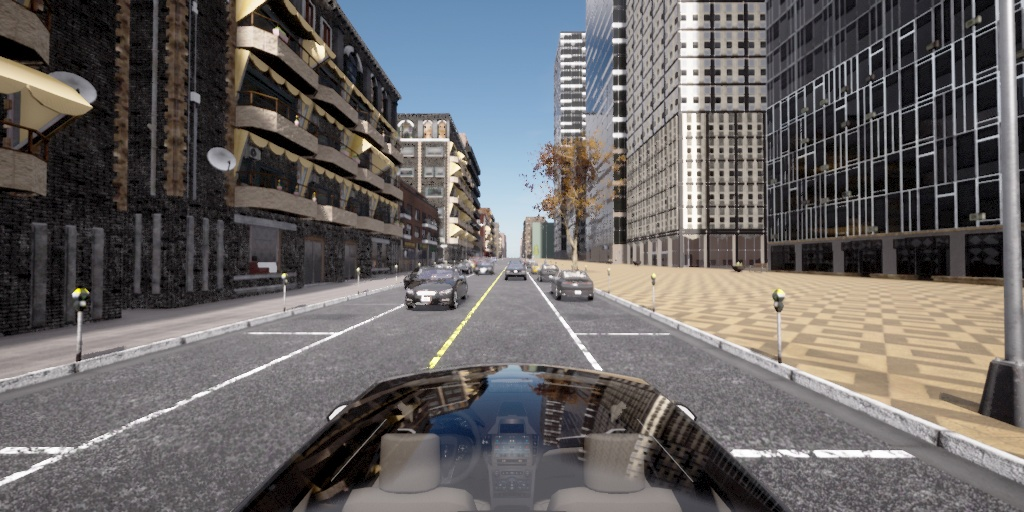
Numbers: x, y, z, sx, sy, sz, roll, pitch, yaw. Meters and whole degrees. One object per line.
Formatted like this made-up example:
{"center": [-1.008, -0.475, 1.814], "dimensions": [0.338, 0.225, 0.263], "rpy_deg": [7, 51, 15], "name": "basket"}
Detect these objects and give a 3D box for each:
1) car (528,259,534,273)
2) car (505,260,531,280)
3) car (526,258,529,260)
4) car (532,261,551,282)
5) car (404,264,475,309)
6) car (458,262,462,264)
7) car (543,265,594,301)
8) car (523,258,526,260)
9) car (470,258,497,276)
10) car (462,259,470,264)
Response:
{"center": [2.983, 1.290, 39.774], "dimensions": [1.751, 1.417, 4.829], "rpy_deg": [0, 0, 0], "name": "car"}
{"center": [0.327, 1.308, 31.432], "dimensions": [2.033, 1.411, 5.357], "rpy_deg": [0, 0, 1], "name": "car"}
{"center": [3.115, 1.326, 56.312], "dimensions": [2.007, 1.370, 4.403], "rpy_deg": [0, 0, 0], "name": "car"}
{"center": [2.893, 1.310, 28.464], "dimensions": [2.007, 1.370, 4.403], "rpy_deg": [0, 0, 0], "name": "car"}
{"center": [-3.002, 1.246, 15.014], "dimensions": [2.128, 1.511, 4.902], "rpy_deg": [0, 0, 0], "name": "car"}
{"center": [-5.488, 1.310, 28.532], "dimensions": [2.007, 1.370, 4.403], "rpy_deg": [0, 0, 0], "name": "car"}
{"center": [2.804, 1.305, 17.325], "dimensions": [2.007, 1.370, 4.403], "rpy_deg": [0, 0, 0], "name": "car"}
{"center": [0.439, 1.246, 45.727], "dimensions": [1.882, 1.535, 5.008], "rpy_deg": [0, 0, 0], "name": "car"}
{"center": [-2.825, 1.256, 37.774], "dimensions": [2.128, 1.511, 4.902], "rpy_deg": [0, 0, 0], "name": "car"}
{"center": [-5.399, 1.331, 39.671], "dimensions": [1.948, 1.339, 4.313], "rpy_deg": [0, 0, 0], "name": "car"}
